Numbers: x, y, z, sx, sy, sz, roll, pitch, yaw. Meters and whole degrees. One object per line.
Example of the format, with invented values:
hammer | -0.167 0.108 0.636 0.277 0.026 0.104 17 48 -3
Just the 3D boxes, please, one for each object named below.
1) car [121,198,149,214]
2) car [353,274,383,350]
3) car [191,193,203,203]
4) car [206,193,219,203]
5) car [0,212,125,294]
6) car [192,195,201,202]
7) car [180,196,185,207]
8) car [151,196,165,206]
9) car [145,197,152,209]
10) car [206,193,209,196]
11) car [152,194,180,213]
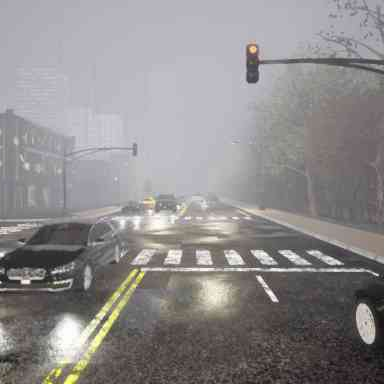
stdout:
car | -6.093 1.590 35.216 1.895 1.301 4.718 0 0 1
car | 3.393 1.477 3.176 1.882 1.535 5.008 0 0 1
car | 1.071 1.197 66.094 2.150 2.045 5.566 0 0 1
car | 4.320 1.480 66.131 1.837 1.490 4.892 0 0 1
car | -3.220 1.503 8.935 1.837 1.490 4.892 0 0 1
car | 1.124 1.509 76.718 2.033 1.411 5.357 0 0 1
car | -2.588 1.529 51.813 2.033 1.411 5.357 0 0 1
car | -5.758 1.485 56.481 1.837 1.490 4.892 0 0 1
car | -5.951 1.463 44.346 1.882 1.535 5.008 0 0 1
car | 4.373 1.195 76.594 2.150 2.045 5.566 0 0 1
car | -2.821 1.210 37.021 2.150 2.045 5.566 0 0 -1
